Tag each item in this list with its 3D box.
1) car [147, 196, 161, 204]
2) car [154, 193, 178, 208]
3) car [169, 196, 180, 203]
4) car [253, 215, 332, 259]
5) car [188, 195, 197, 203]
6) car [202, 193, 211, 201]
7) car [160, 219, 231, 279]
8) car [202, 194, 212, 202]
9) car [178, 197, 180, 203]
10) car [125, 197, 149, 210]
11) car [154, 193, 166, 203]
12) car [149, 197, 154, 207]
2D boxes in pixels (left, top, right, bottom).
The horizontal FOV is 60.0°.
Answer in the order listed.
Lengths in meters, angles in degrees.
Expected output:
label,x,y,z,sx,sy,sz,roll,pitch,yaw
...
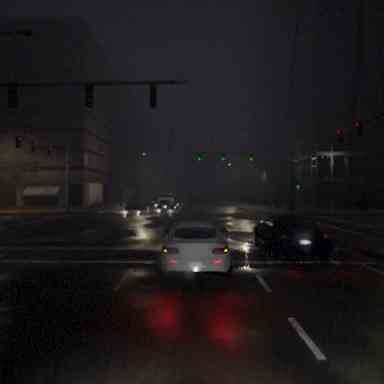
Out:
label,x,y,z,sx,sy,sz,roll,pitch,yaw
car,-7.023,1.529,61.770,1.994,1.385,4.181,0,0,1
car,-3.579,1.196,46.535,2.150,2.045,5.566,0,0,0
car,-3.488,1.526,66.375,1.994,1.385,4.181,0,0,0
car,3.596,1.546,12.548,1.994,1.385,4.181,0,1,0
car,0.114,1.438,69.615,1.882,1.535,5.008,0,0,0
car,3.515,1.269,82.910,2.097,1.767,4.553,0,0,0
car,0.093,1.520,9.950,1.812,1.442,4.674,0,0,0
car,3.514,1.504,74.386,1.994,1.385,4.181,0,0,0
car,-3.560,1.446,56.538,1.882,1.535,5.008,0,0,0
car,-7.115,1.454,42.050,1.882,1.535,5.008,0,0,1
car,-6.987,1.184,72.461,2.150,2.045,5.566,0,0,0
car,-7.077,1.518,51.815,2.033,1.411,5.357,0,0,0
